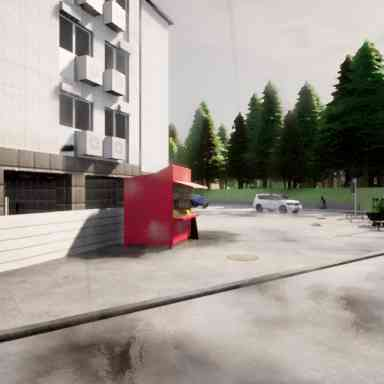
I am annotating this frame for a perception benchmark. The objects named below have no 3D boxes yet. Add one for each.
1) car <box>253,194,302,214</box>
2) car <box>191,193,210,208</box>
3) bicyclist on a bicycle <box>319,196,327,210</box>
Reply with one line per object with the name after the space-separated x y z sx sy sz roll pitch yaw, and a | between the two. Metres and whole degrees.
9.058 1.221 35.743 2.150 2.045 5.566 0 0 -35 | car
0.217 1.220 48.205 2.150 2.045 5.566 0 0 -35 | car
15.947 1.349 40.536 1.656 1.620 0.582 0 0 -35 | bicyclist on a bicycle
